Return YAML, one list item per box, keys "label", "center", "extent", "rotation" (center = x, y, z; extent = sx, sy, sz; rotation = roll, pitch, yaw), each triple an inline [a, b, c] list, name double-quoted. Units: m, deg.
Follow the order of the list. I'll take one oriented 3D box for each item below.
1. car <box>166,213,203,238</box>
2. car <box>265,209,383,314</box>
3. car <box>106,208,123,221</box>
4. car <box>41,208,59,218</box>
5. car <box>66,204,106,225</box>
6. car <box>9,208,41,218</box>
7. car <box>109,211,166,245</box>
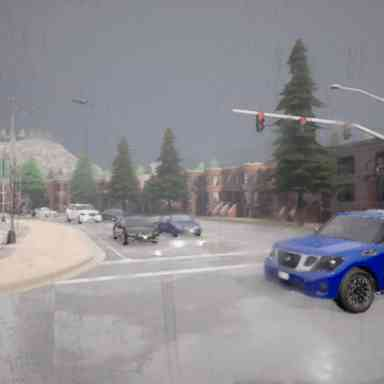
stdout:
- label: "car"
  center: [-0.934, 2.174, 22.364]
  extent: [1.812, 1.442, 4.674]
  rotation: [0, -2, -23]
- label: "car"
  center: [4.541, 1.457, 8.250]
  extent: [5.566, 2.045, 2.150]
  rotation: [0, -2, -22]
- label: "car"
  center: [-8.522, 2.604, 36.843]
  extent: [1.837, 1.490, 4.892]
  rotation: [2, -2, -38]
- label: "car"
  center: [-21.667, 3.074, 48.867]
  extent: [4.674, 1.442, 1.812]
  rotation: [-1, -2, 30]
- label: "car"
  center: [-11.587, 2.292, 35.267]
  extent: [2.150, 2.045, 5.566]
  rotation: [1, -2, -38]
- label: "car"
  center: [-23.406, 2.641, 45.840]
  extent: [4.181, 1.385, 1.994]
  rotation: [-1, -2, 30]
- label: "car"
  center: [-3.245, 2.063, 18.832]
  extent: [1.837, 1.490, 4.892]
  rotation: [0, -1, -22]
